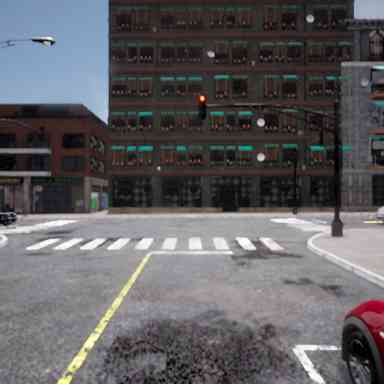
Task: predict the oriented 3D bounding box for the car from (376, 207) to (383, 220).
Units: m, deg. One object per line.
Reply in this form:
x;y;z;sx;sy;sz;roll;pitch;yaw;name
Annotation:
14.207;1.292;21.040;4.674;1.442;1.812;0;-1;1;car

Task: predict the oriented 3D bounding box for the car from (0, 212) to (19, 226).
-13.861;1.623;21.414;4.718;1.301;1.895;-1;-1;1;car

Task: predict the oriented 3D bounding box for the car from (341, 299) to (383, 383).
2.749;1.432;2.392;1.967;1.590;4.097;1;0;0;car
